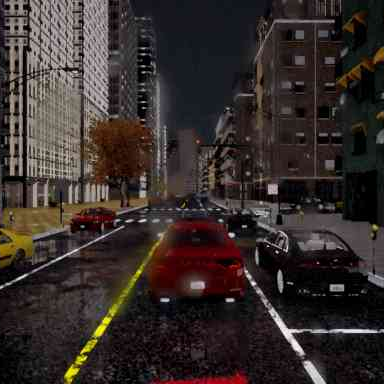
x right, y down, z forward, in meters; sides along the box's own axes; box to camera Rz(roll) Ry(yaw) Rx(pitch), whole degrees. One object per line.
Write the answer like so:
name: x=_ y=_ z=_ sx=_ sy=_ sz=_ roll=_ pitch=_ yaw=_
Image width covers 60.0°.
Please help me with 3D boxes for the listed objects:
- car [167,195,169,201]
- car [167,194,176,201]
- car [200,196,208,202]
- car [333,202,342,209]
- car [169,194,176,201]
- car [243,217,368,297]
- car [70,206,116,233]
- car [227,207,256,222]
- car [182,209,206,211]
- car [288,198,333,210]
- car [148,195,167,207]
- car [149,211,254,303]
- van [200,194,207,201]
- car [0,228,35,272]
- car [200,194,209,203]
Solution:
car: x=-5.593 y=1.607 z=57.363 sx=1.947 sy=1.339 sz=4.313 roll=0 pitch=0 yaw=0
car: x=-5.537 y=1.410 z=90.500 sx=2.192 sy=1.841 sz=5.009 roll=0 pitch=0 yaw=0
car: x=2.826 y=1.599 z=79.610 sx=1.752 sy=1.417 sz=4.829 roll=0 pitch=0 yaw=0
car: x=18.889 y=1.259 z=38.870 sx=4.829 sy=1.417 sz=1.752 roll=-1 pitch=1 yaw=0
car: x=-5.546 y=1.650 z=84.978 sx=1.947 sy=1.339 sz=4.313 roll=0 pitch=0 yaw=0
car: x=2.703 y=1.552 z=8.372 sx=2.008 sy=1.369 sz=4.403 roll=0 pitch=0 yaw=0
car: x=-5.658 y=1.549 z=19.452 sx=1.887 sy=1.381 sz=4.507 roll=0 pitch=0 yaw=0
car: x=2.722 y=1.555 z=19.438 sx=2.008 sy=1.369 sz=4.403 roll=0 pitch=0 yaw=0
car: x=0.118 y=1.605 z=18.369 sx=1.895 sy=1.301 sz=4.718 roll=0 pitch=0 yaw=0
car: x=13.492 y=1.359 z=38.825 sx=4.403 sy=1.369 sz=2.008 roll=-1 pitch=1 yaw=0
car: x=-5.603 y=1.349 z=51.841 sx=2.192 sy=1.841 sz=5.009 roll=0 pitch=0 yaw=0
car: x=0.105 y=1.478 z=8.278 sx=1.882 sy=1.535 sz=5.008 roll=0 pitch=0 yaw=0
van: x=2.835 y=1.425 z=84.964 sx=1.690 sy=1.788 sz=3.998 roll=0 pitch=0 yaw=0
car: x=-5.677 y=1.526 z=8.217 sx=1.752 sy=1.417 sz=4.829 roll=0 pitch=0 yaw=0
car: x=2.816 y=1.630 z=73.917 sx=1.947 sy=1.339 sz=4.313 roll=0 pitch=0 yaw=0
